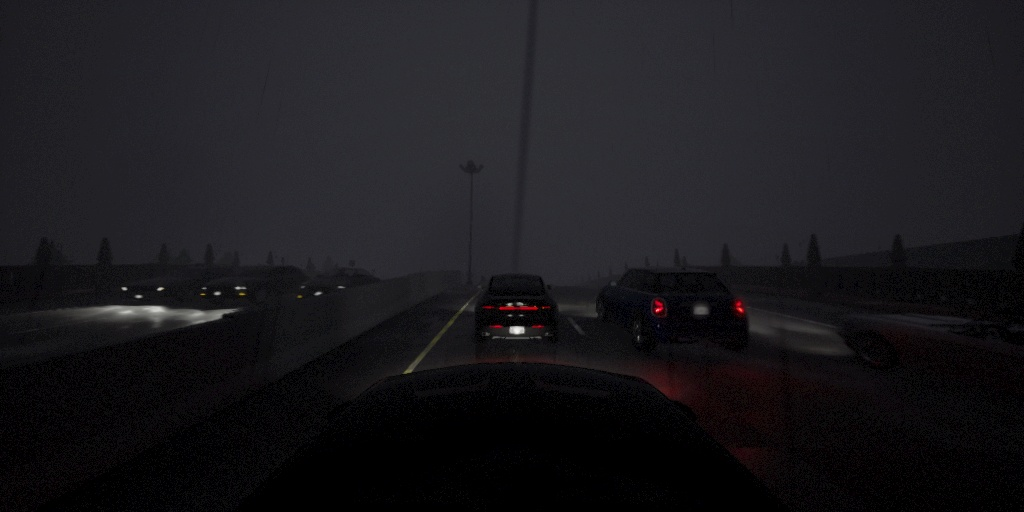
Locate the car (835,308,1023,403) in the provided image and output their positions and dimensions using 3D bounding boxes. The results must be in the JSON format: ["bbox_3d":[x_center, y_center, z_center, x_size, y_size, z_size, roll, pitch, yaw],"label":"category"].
[{"bbox_3d":[7.104,1.333,4.664,1.895,1.301,4.718,0,1,0],"label":"car"}]

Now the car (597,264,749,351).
[{"bbox_3d":[3.600,1.032,8.952,2.097,1.767,4.553,0,1,0],"label":"car"}]

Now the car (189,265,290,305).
[{"bbox_3d":[-10.563,1.132,15.300,1.837,1.490,4.892,0,-1,0],"label":"car"}]

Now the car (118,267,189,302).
[{"bbox_3d":[-14.056,1.176,16.178,2.033,1.411,5.357,0,-1,0],"label":"car"}]

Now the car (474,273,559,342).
[{"bbox_3d":[0.099,1.174,9.441,1.837,1.490,4.892,0,1,0],"label":"car"}]

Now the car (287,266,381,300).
[{"bbox_3d":[-7.065,1.195,15.126,1.994,1.385,4.181,0,0,0],"label":"car"}]
